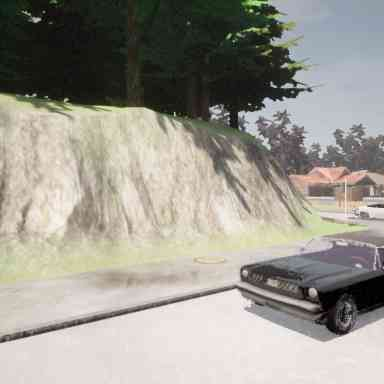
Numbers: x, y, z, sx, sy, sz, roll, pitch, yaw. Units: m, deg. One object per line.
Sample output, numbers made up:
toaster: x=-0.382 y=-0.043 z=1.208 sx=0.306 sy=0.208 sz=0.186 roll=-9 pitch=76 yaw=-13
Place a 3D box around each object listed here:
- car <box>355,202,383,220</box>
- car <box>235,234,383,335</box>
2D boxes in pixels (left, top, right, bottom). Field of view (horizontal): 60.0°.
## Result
car: x=15.194 y=1.526 z=25.957 sx=1.812 sy=1.442 sz=4.674 roll=0 pitch=0 yaw=-36
car: x=3.150 y=1.601 z=6.838 sx=4.718 sy=1.301 sz=1.895 roll=0 pitch=0 yaw=-35
